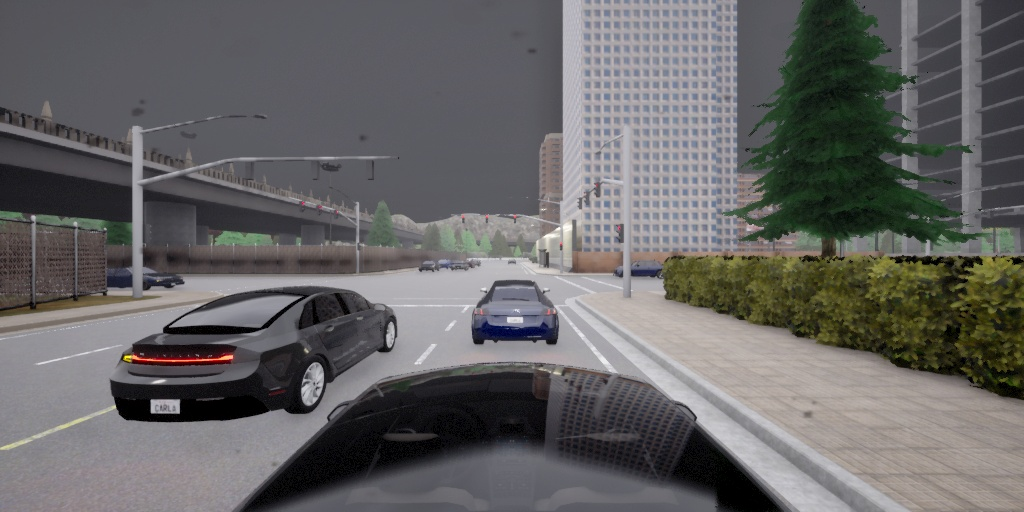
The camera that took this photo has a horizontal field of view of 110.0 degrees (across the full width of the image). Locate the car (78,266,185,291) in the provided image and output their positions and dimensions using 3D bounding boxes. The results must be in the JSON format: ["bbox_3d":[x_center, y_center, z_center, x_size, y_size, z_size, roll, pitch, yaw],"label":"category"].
[{"bbox_3d":[-23.490,1.353,22.062,5.357,1.411,2.033,0,0,0],"label":"car"}]

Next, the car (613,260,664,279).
[{"bbox_3d":[11.644,1.157,32.834,4.553,1.767,2.097,0,0,0],"label":"car"}]

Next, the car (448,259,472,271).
[{"bbox_3d":[-7.084,1.314,49.166,1.994,1.385,4.181,0,0,0],"label":"car"}]

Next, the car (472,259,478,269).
[{"bbox_3d":[-7.082,1.351,57.920,1.895,1.301,4.718,0,0,0],"label":"car"}]

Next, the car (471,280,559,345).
[{"bbox_3d":[0.079,1.314,9.544,1.994,1.385,4.181,0,0,0],"label":"car"}]

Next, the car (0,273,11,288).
[{"bbox_3d":[-33.960,1.298,22.041,4.902,1.511,2.128,0,0,0],"label":"car"}]

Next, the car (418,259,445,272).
[{"bbox_3d":[-10.592,1.297,46.413,2.033,1.411,5.357,0,0,0],"label":"car"}]

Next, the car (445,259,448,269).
[{"bbox_3d":[-10.587,1.227,55.863,1.882,1.535,5.008,0,0,0],"label":"car"}]

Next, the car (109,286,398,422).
[{"bbox_3d":[-3.440,1.255,6.001,1.837,1.490,4.892,0,0,0],"label":"car"}]
